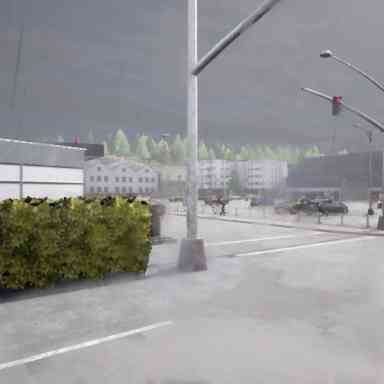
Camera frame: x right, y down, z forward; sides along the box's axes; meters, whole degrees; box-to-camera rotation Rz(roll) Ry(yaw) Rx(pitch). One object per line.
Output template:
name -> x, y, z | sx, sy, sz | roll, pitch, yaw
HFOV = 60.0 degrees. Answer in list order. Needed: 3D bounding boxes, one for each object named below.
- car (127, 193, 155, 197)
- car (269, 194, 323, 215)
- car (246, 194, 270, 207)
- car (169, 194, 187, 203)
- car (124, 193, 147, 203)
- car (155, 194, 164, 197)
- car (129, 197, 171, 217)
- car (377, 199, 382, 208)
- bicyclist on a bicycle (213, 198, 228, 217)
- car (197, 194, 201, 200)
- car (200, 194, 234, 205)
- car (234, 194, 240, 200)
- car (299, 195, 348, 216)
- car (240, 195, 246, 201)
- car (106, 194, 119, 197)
car -> -9.329, 1.361, 60.572 | 3.806, 1.475, 1.970 | 0, 0, -35
car -> 10.314, 1.330, 32.506 | 5.027, 1.636, 2.152 | 0, 0, -35
car -> 9.830, 1.320, 46.612 | 3.633, 1.501, 1.845 | 0, 0, -35
car -> -2.397, 1.097, 65.455 | 4.605, 1.855, 1.932 | 0, 0, -35
car -> -10.730, 1.077, 63.648 | 3.866, 1.878, 1.905 | 0, 0, -35
car -> -10.053, 1.286, 91.654 | 5.008, 1.535, 1.882 | 0, 0, -35
car -> -4.276, 1.477, 31.009 | 1.882, 1.535, 5.008 | 0, 0, -34
car -> 25.707, 1.384, 43.066 | 3.806, 1.475, 1.970 | 0, 0, -35
bicyclist on a bicycle -> 2.394, 1.301, 28.039 | 1.656, 1.620, 0.582 | 0, 0, -35
car -> 1.842, 1.298, 76.876 | 4.514, 1.523, 2.007 | 0, 0, -35
car -> 4.147, 1.298, 54.832 | 4.514, 1.523, 2.007 | 0, 0, -35
car -> 9.719, 1.232, 77.905 | 3.806, 1.475, 1.970 | 0, 0, -35
car -> 12.152, 1.340, 29.963 | 4.514, 1.523, 2.007 | 0, 0, -35
car -> 13.656, 1.154, 72.827 | 5.027, 1.636, 2.152 | 0, 0, -35
car -> -19.716, 1.334, 84.951 | 4.902, 1.511, 2.128 | 0, 0, -35
